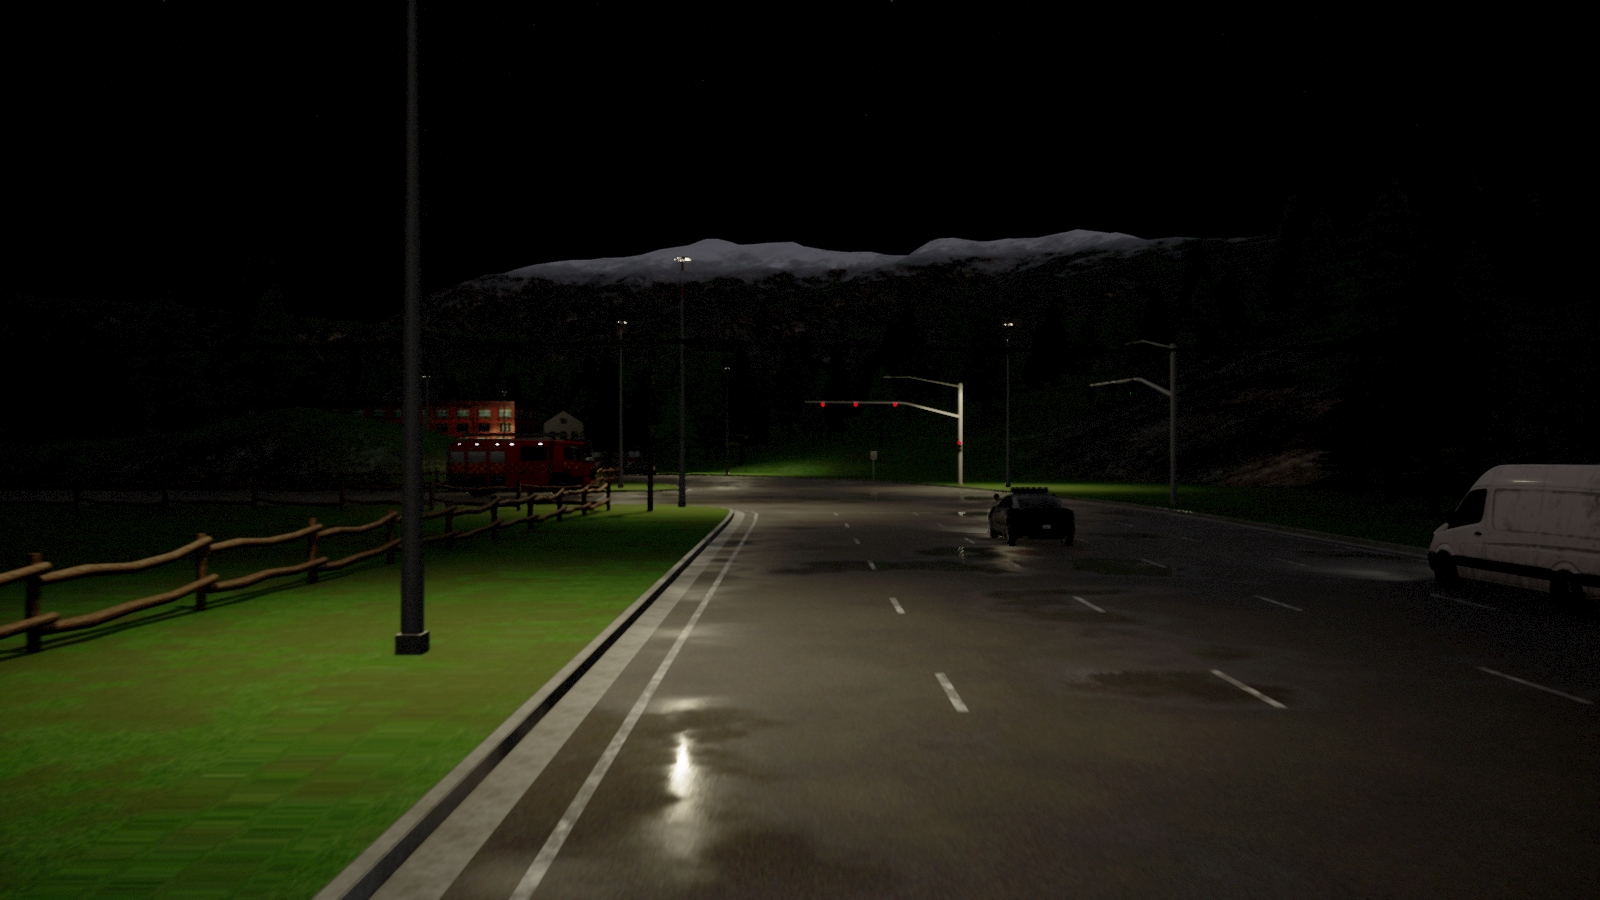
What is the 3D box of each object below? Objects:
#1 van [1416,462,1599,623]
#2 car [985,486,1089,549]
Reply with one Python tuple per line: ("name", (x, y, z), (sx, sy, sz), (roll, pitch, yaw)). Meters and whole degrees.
("van", (13.988, 1.534, 21.161), (1.988, 2.561, 5.915), (0, 0, 0))
("car", (7.106, 1.982, 34.875), (2.097, 1.638, 5.238), (0, 0, 0))
